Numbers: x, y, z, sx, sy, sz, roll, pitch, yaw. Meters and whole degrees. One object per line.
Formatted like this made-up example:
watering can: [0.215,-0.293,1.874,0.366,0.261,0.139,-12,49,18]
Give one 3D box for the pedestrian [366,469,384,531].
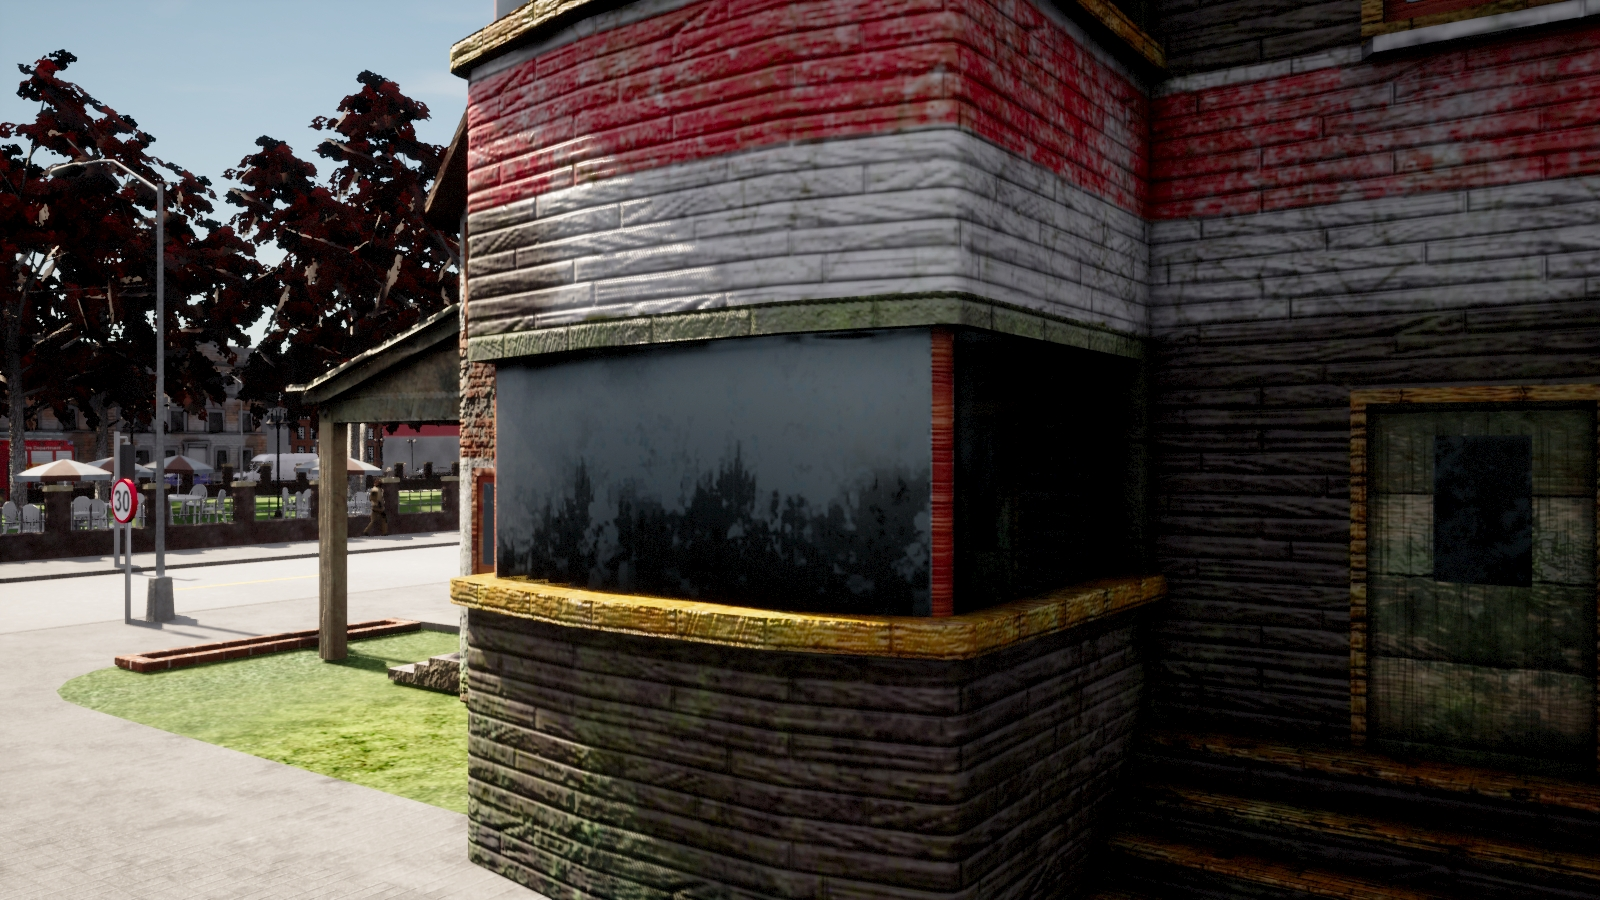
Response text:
pedestrian: [-13.048,1.525,35.057,0.375,1.860,0.375,0,0,35]
